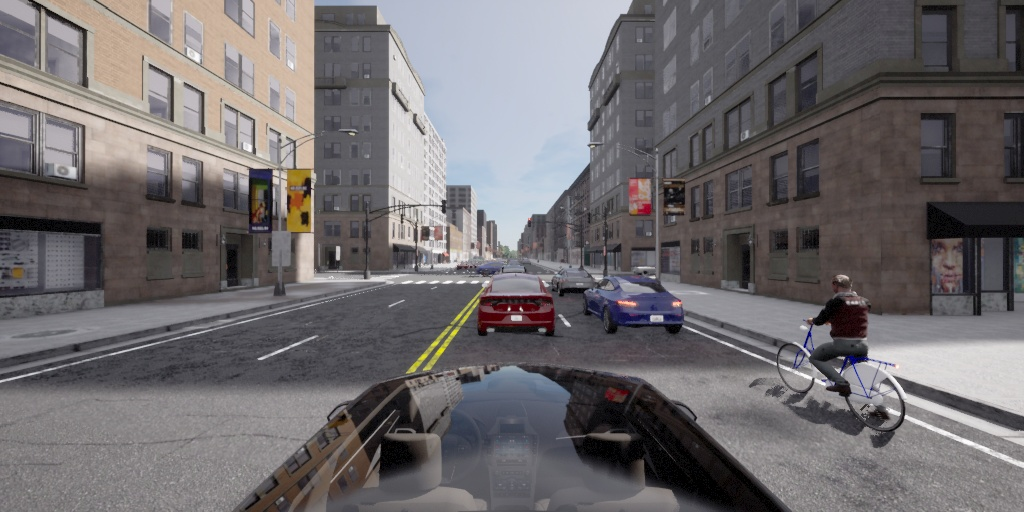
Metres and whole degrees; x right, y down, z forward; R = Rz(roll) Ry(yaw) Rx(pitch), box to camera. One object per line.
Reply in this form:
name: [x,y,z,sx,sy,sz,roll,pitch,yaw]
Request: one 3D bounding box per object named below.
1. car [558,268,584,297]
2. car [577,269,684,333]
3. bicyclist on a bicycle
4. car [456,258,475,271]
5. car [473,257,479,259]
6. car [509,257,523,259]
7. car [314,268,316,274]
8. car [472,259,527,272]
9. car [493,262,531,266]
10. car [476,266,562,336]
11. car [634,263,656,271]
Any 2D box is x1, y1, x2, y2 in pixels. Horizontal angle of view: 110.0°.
car: [3.249,1.317,19.173,1.994,1.385,4.181,0,0,0]
car: [3.346,1.277,10.573,1.812,1.442,4.674,0,0,0]
bicyclist on a bicycle: [4.146,1.121,4.707,0.659,1.776,1.843,0,0,0]
car: [-6.608,1.366,50.356,1.895,1.301,4.718,0,0,0]
car: [-6.591,1.273,59.458,1.837,1.490,4.892,0,0,0]
car: [0.196,1.314,54.640,2.033,1.411,5.357,0,0,-2]
car: [-21.326,1.257,34.331,4.674,1.442,1.812,0,0,0]
car: [-1.140,1.280,34.272,4.674,1.442,1.812,0,0,0]
car: [0.100,1.258,19.920,1.837,1.490,4.892,0,0,0]
car: [0.101,1.229,10.437,1.882,1.535,5.008,0,0,0]
car: [15.048,1.409,37.146,4.718,1.301,1.895,0,0,1]
